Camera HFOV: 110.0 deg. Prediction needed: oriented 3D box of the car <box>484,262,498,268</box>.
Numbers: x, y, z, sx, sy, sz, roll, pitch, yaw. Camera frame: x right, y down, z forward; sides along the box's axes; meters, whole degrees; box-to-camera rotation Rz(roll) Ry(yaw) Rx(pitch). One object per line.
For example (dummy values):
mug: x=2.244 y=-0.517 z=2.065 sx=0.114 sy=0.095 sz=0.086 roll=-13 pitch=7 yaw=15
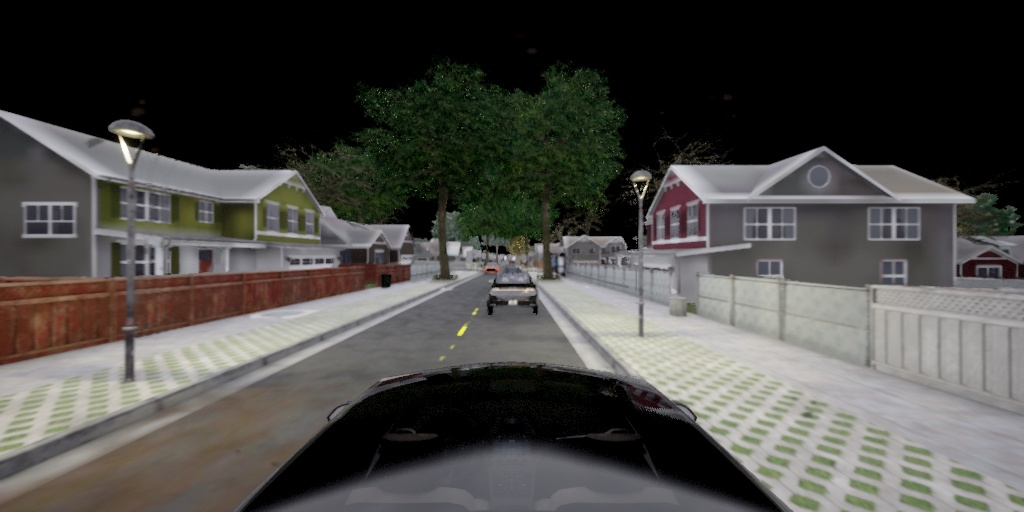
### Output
car: x=-2.773 y=1.620 z=50.052 sx=2.097 sy=1.767 sz=4.553 roll=0 pitch=-1 yaw=1

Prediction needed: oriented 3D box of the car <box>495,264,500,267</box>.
car: x=0.031 y=1.538 z=27.139 sx=2.033 sy=1.411 sz=5.357 roll=0 pitch=-1 yaw=0

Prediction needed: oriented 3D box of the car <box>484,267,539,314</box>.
car: x=0.048 y=1.348 z=14.192 sx=2.128 sy=1.511 sz=4.902 roll=0 pitch=-1 yaw=0
